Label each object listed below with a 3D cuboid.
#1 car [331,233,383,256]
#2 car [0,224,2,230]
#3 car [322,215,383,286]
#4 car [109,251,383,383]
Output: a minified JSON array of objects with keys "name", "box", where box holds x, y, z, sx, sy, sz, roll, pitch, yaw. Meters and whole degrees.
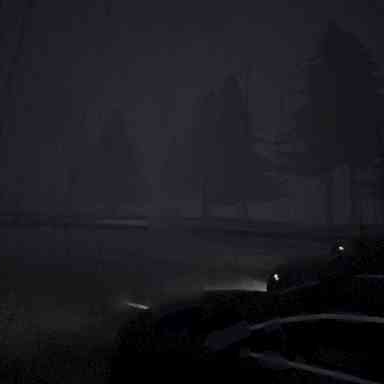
[{"name":"car","box":[3.396,1.533,5.570,4.181,1.385,1.994,-1,0,35]},{"name":"car","box":[-13.033,1.705,18.326,5.357,1.411,2.033,-1,0,21]},{"name":"car","box":[5.983,1.436,8.019,4.902,1.511,2.128,-1,0,35]},{"name":"car","box":[1.400,1.477,2.725,4.902,1.511,2.128,-1,0,35]}]
